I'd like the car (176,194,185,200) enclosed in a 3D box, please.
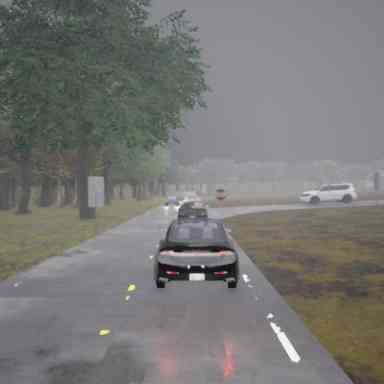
[{"bbox_3d":[-2.716,1.189,76.240,1.895,1.301,4.718,0,0,0],"label":"car"}]

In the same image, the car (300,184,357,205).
[{"bbox_3d":[14.260,0.218,34.899,5.566,2.045,2.150,-3,1,1],"label":"car"}]

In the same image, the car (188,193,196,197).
[{"bbox_3d":[0.035,1.048,79.370,1.882,1.535,5.008,0,0,0],"label":"car"}]

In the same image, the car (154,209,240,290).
[{"bbox_3d":[0.102,1.431,8.923,2.128,1.511,4.902,0,0,0],"label":"car"}]

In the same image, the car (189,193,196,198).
[{"bbox_3d":[0.040,0.878,89.790,1.812,1.442,4.674,0,0,0],"label":"car"}]

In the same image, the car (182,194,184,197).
[{"bbox_3d":[-2.748,1.149,65.277,1.837,1.490,4.892,0,0,1],"label":"car"}]

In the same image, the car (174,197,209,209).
[{"bbox_3d":[0.134,1.330,22.659,1.882,1.535,5.008,0,0,3],"label":"car"}]

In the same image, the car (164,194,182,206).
[{"bbox_3d":[-2.824,1.249,47.591,1.812,1.442,4.674,0,1,0],"label":"car"}]
